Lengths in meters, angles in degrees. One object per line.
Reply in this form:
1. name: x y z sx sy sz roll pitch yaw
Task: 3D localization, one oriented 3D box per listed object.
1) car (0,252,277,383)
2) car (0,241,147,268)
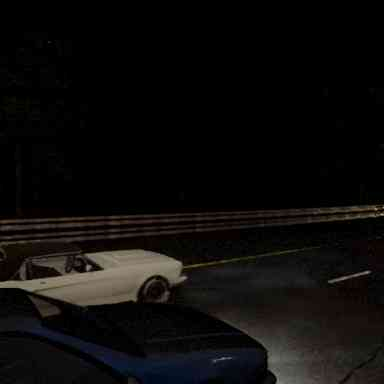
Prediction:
1. car: -1.774 1.547 2.475 5.357 1.411 2.033 1 0 -36
2. car: -2.459 1.615 6.289 4.718 1.301 1.895 1 0 -36
